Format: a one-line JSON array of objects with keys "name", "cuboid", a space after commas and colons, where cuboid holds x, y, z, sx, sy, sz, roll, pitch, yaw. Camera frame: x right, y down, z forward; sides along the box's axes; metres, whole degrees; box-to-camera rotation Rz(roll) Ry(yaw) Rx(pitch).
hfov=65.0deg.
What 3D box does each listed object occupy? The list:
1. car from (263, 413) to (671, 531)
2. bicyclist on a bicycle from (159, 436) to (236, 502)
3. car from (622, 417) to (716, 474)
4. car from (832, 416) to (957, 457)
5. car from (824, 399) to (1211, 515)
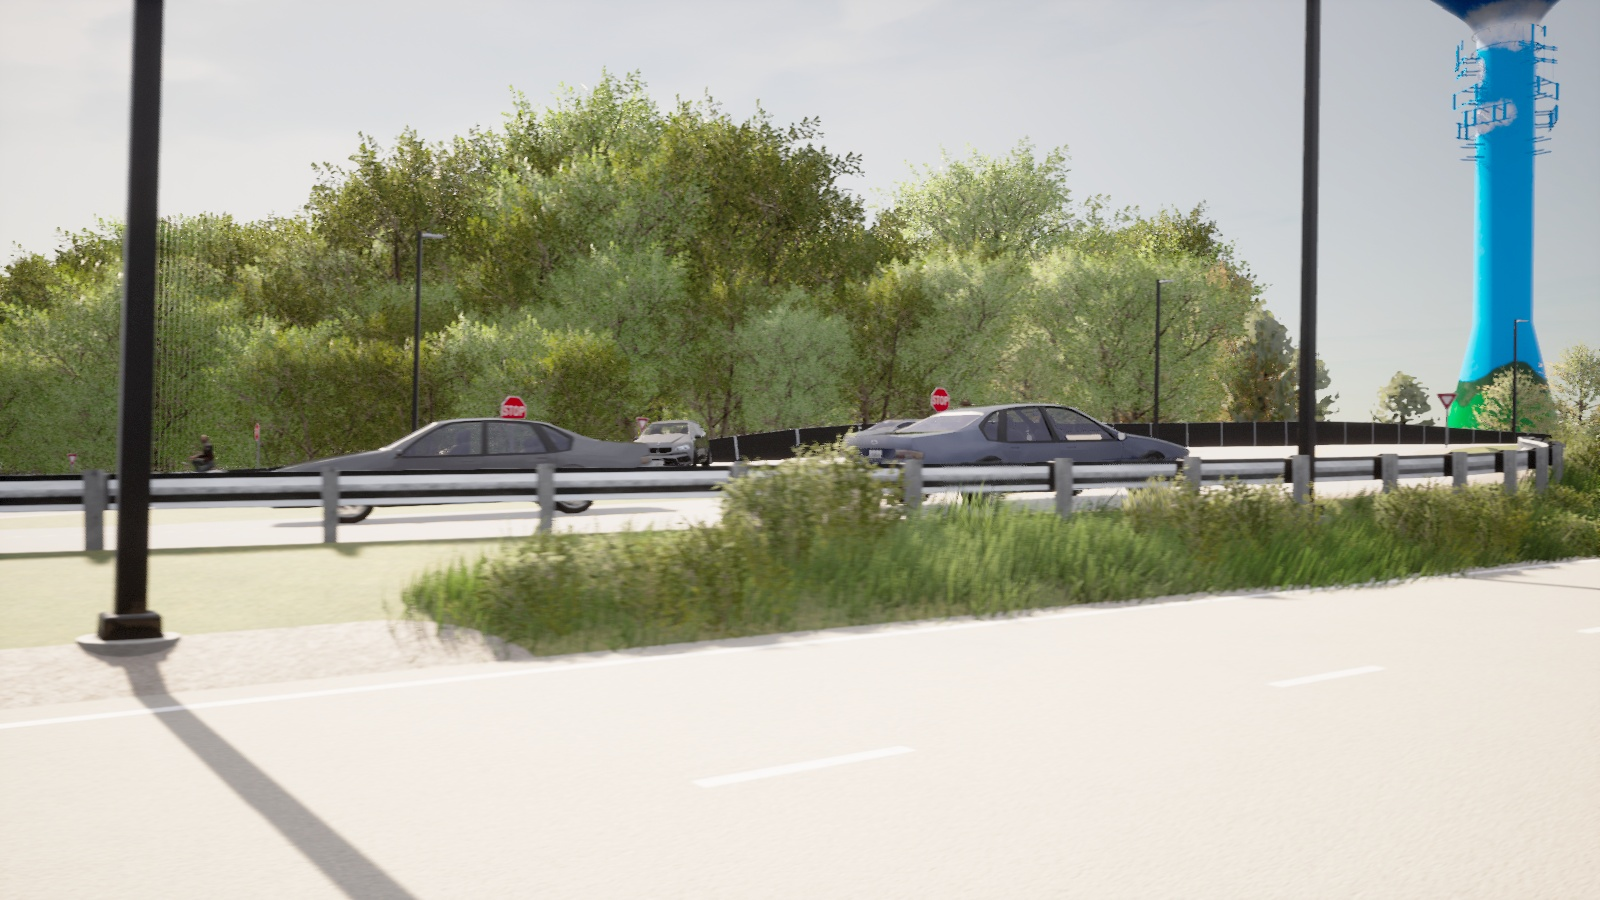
[{"name": "car", "cuboid": [-4.735, 0.271, 18.016, 5.357, 1.411, 2.033, -2, 0, -21]}, {"name": "bicyclist on a bicycle", "cuboid": [-17.402, 0.533, 36.288, 1.843, 1.776, 0.659, -3, 2, -34]}, {"name": "car", "cuboid": [-4.246, -0.198, 41.501, 2.242, 1.667, 4.611, -3, 1, 4]}, {"name": "car", "cuboid": [3.922, -0.558, 51.683, 4.902, 1.511, 2.128, -2, 1, -36]}, {"name": "car", "cuboid": [3.151, 0.035, 17.696, 5.357, 1.411, 2.033, -2, 1, -32]}]
